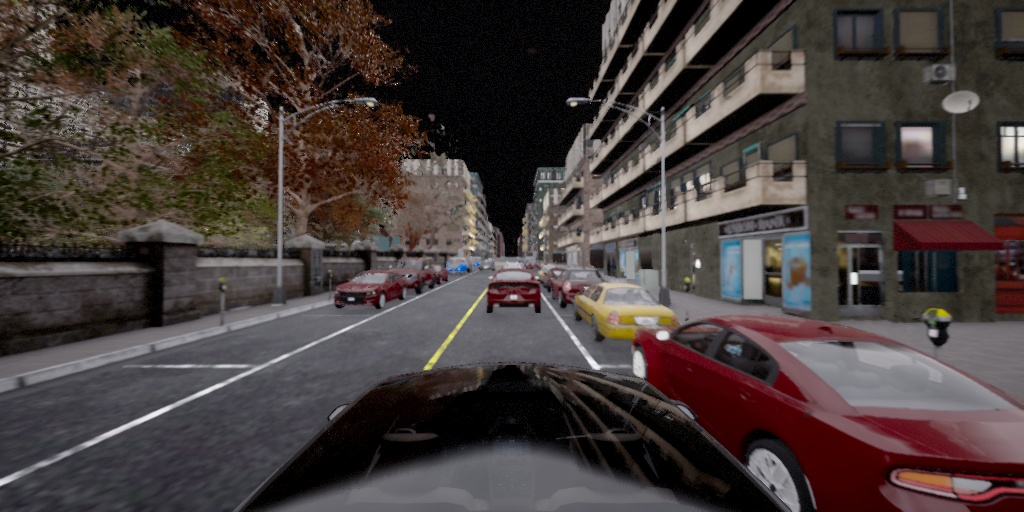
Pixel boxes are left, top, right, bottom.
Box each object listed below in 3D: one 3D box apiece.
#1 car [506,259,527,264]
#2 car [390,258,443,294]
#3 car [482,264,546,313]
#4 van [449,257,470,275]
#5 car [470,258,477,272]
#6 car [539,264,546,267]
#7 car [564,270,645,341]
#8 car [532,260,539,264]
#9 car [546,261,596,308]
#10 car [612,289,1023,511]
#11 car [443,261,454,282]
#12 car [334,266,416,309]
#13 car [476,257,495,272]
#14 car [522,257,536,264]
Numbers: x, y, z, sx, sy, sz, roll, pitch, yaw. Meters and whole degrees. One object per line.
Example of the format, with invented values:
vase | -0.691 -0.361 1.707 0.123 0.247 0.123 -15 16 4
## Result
car | 0.087 1.237 29.619 1.812 1.442 4.674 0 0 0
car | -5.681 1.039 20.428 2.192 1.841 5.009 0 0 0
car | 0.076 1.211 14.032 1.882 1.535 5.008 0 -1 0
van | -5.682 1.042 36.998 1.690 1.789 3.998 0 0 0
car | -5.654 1.260 42.522 1.948 1.339 4.313 0 0 0
car | 2.700 1.306 20.424 1.802 1.307 4.207 0 0 0
car | 2.695 1.264 9.547 1.751 1.417 4.829 0 0 0
car | 2.702 1.241 26.117 1.751 1.417 4.829 0 0 0
car | 2.698 1.171 14.901 1.967 1.591 4.097 0 0 0
car | 2.693 1.292 3.853 1.888 1.381 4.507 0 0 0
car | -5.679 1.261 25.952 1.888 1.381 4.507 0 0 0
car | -5.683 1.277 14.905 1.888 1.381 4.507 0 0 0
car | -3.072 1.182 44.935 2.128 1.511 4.902 0 0 0
car | 2.682 1.126 48.041 1.967 1.591 4.097 0 0 0
